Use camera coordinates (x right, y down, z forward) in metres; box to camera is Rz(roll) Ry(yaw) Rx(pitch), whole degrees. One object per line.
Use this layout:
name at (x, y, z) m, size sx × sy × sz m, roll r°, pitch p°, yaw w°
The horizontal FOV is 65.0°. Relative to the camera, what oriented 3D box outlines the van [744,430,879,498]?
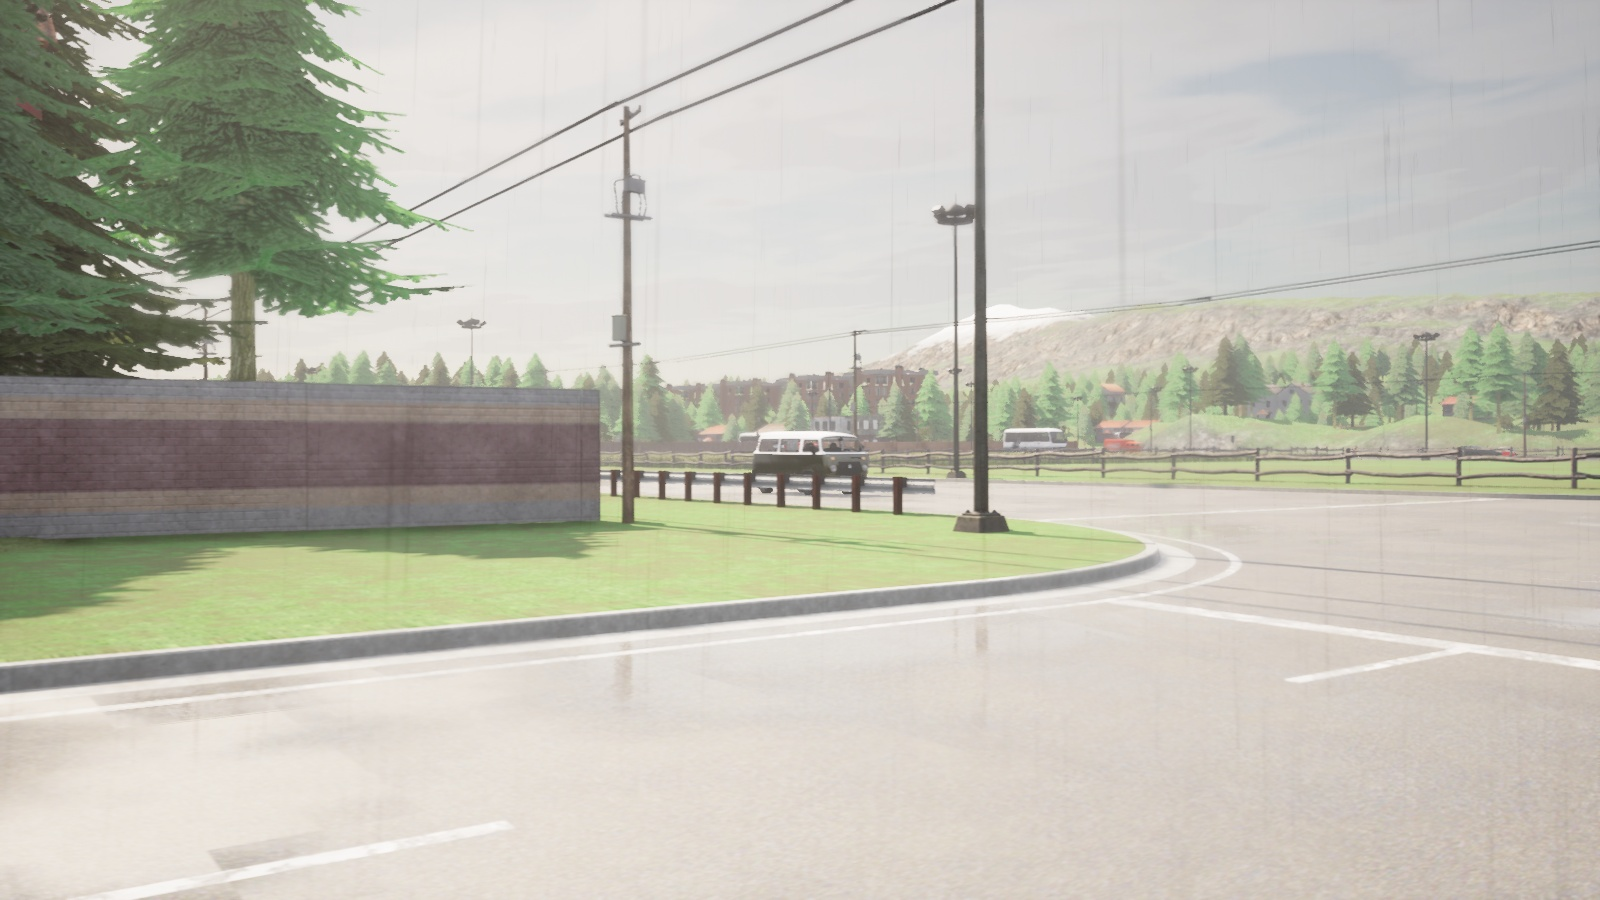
van at (0.300, 0.405, 40.125) m, size 2.069 × 2.038 × 4.480 m, roll -1°, pitch 0°, yaw -35°
